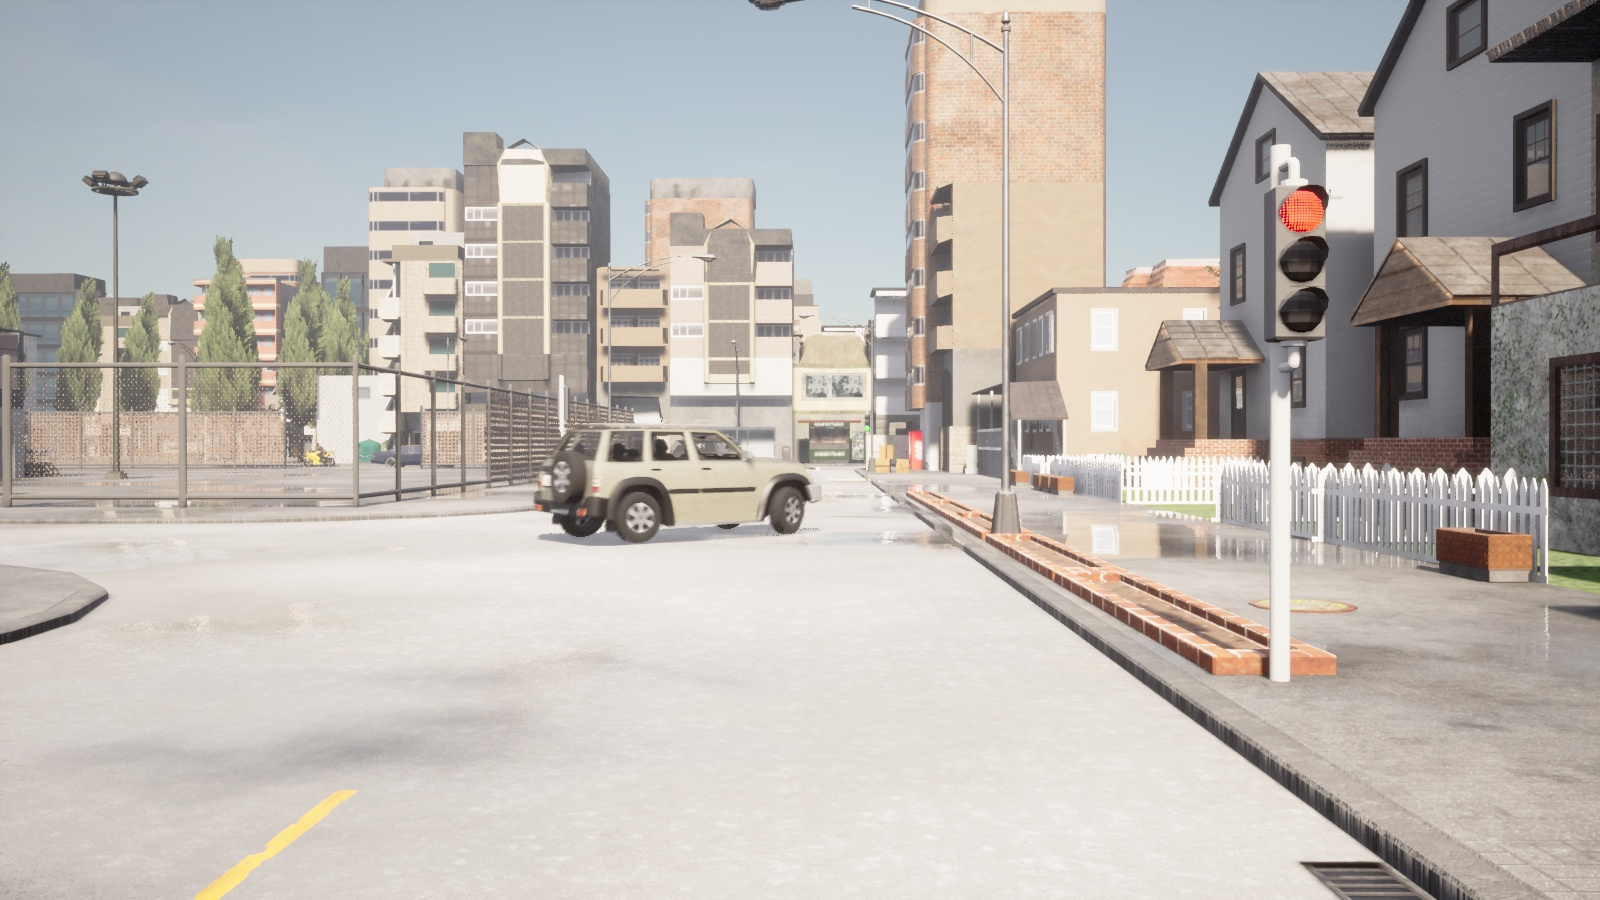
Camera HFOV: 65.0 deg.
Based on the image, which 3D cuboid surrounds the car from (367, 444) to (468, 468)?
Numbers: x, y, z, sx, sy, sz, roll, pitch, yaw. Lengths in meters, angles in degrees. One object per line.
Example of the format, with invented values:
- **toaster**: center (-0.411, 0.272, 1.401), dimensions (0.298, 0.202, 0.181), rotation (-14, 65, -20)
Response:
- **car**: center (-22.766, 0.353, 74.878), dimensions (5.357, 1.411, 2.033), rotation (0, 0, 1)

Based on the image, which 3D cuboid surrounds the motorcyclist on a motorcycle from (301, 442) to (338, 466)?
- **motorcyclist on a motorcycle**: center (-30.227, 0.258, 78.965), dimensions (2.044, 1.523, 0.797), rotation (0, 0, 1)

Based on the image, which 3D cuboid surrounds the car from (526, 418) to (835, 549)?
- **car**: center (-1.811, 0.448, 20.032), dimensions (4.605, 1.855, 1.932), rotation (0, 1, -40)
